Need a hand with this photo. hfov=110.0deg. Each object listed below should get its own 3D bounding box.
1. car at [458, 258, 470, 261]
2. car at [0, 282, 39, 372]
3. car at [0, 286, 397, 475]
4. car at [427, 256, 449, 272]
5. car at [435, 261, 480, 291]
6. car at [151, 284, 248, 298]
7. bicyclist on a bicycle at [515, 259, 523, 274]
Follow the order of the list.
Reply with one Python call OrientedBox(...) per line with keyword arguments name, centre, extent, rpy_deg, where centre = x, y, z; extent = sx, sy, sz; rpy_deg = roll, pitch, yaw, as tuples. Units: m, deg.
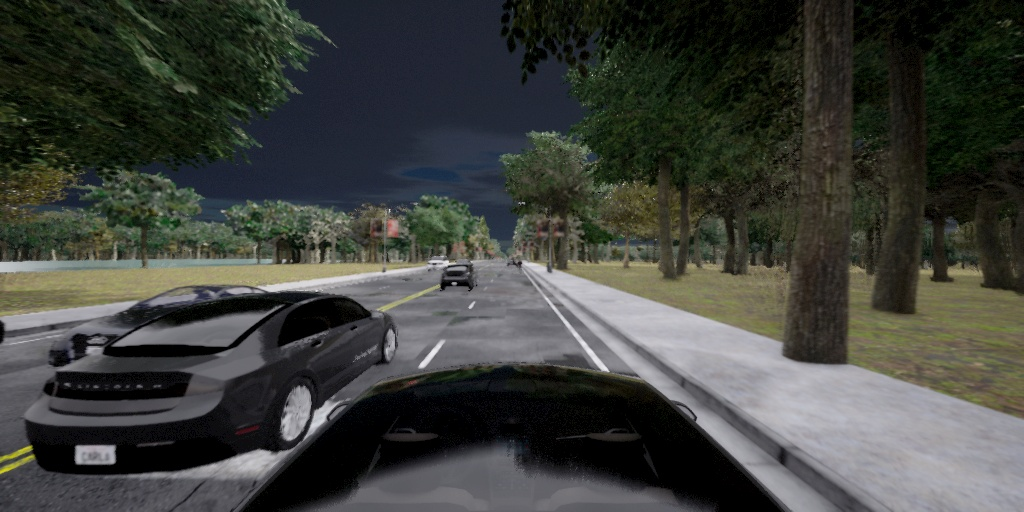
OrientedBox(name="car", centre=(-6.591, 1.129, 48.829), extent=(2.097, 1.767, 4.553), rpy_deg=(0, 0, 0))
OrientedBox(name="car", centre=(-9.848, 1.242, 4.204), extent=(2.128, 1.511, 4.902), rpy_deg=(0, 0, 0))
OrientedBox(name="car", centre=(-3.153, 1.256, 5.136), extent=(1.837, 1.490, 4.892), rpy_deg=(0, 0, 0))
OrientedBox(name="car", centre=(-9.837, 1.001, 48.156), extent=(2.150, 2.045, 5.566), rpy_deg=(0, 0, 0))
OrientedBox(name="car", centre=(-3.158, 1.266, 21.997), extent=(1.837, 1.490, 4.892), rpy_deg=(0, 0, 0))
OrientedBox(name="car", centre=(-6.600, 1.316, 7.679), extent=(1.994, 1.385, 4.181), rpy_deg=(0, 0, 0))
OrientedBox(name="bicyclist on a bicycle", centre=(0.883, 1.144, 39.491), extent=(0.659, 1.776, 1.843), rpy_deg=(0, 0, 0))
